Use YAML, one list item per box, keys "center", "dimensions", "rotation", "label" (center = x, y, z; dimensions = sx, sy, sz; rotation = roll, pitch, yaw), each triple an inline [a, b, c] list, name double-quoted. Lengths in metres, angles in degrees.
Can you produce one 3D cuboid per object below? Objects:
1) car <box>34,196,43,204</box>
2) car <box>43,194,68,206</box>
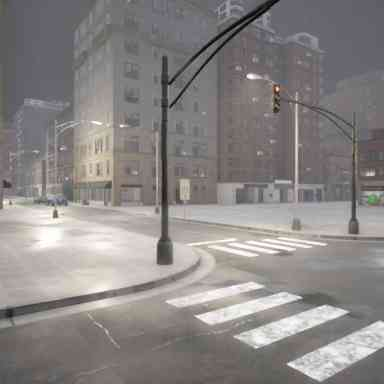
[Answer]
- center: [-25.417, 1.287, 56.319]
  dimensions: [1.994, 1.385, 4.181]
  rotation: [0, 0, -36]
  label: "car"
- center: [-19.624, 1.119, 48.205]
  dimensions: [2.097, 1.767, 4.553]
  rotation: [0, 0, -36]
  label: "car"
